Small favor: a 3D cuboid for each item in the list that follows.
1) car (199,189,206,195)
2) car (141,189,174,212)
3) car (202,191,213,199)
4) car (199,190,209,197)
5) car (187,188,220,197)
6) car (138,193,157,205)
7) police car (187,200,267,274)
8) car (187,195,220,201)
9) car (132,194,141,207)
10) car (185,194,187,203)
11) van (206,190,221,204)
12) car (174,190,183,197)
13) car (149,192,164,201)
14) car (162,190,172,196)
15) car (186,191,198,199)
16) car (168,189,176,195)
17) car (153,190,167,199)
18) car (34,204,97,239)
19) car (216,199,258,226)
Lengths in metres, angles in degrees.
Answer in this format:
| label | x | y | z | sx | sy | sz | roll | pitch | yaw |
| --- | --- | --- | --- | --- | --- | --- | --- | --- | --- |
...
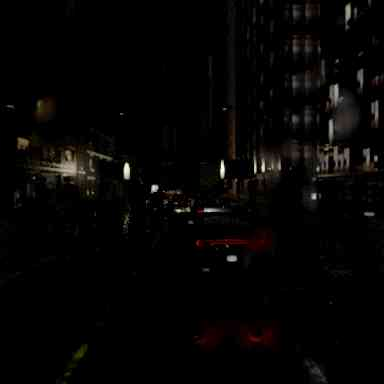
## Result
| label | x | y | z | sx | sy | sz | roll | pitch | yaw |
| --- | --- | --- | --- | --- | --- | --- | --- | --- | --- |
| car | 2.694 | 0.072 | 87.401 | 1.752 | 1.417 | 4.829 | 0 | 1 | 0 |
| car | -3.094 | 0.828 | 30.651 | 2.097 | 1.767 | 4.553 | 0 | 1 | 0 |
| car | 2.692 | 0.522 | 59.783 | 1.752 | 1.417 | 4.829 | 0 | 1 | 0 |
| car | 2.694 | 0.279 | 76.185 | 2.008 | 1.369 | 4.403 | 0 | 1 | 0 |
| car | 0.903 | 0.780 | 25.991 | 2.150 | 2.045 | 5.566 | 0 | 1 | 0 |
| car | -5.690 | 0.815 | 43.041 | 1.887 | 1.381 | 4.507 | 0 | 1 | 0 |
| police car | 0.901 | 1.251 | 10.077 | 1.930 | 1.638 | 5.238 | 0 | 1 | 0 |
| car | 0.779 | 1.161 | 19.967 | 1.837 | 1.490 | 4.892 | 0 | 1 | 0 |
| car | -5.690 | 0.913 | 37.518 | 2.008 | 1.369 | 4.403 | 0 | 1 | 0 |
| car | 0.013 | 0.722 | 46.378 | 1.837 | 1.490 | 4.892 | 0 | 1 | 0 |
| van | 2.689 | 0.612 | 43.040 | 1.690 | 1.788 | 3.998 | 0 | 1 | 0 |
| car | -2.993 | 0.298 | 72.264 | 2.033 | 1.411 | 5.357 | 0 | 1 | 0 |
| car | -5.688 | 0.655 | 54.088 | 1.947 | 1.339 | 4.313 | 0 | 1 | 0 |
| car | -5.686 | 0.310 | 76.182 | 1.802 | 1.307 | 4.206 | 0 | 1 | 0 |
| car | 0.006 | 0.550 | 60.408 | 1.994 | 1.385 | 4.181 | 0 | 1 | 0 |
| car | -5.685 | -0.100 | 92.750 | 1.967 | 1.590 | 4.097 | 0 | 1 | 0 |
| car | -5.688 | 0.439 | 59.609 | 1.967 | 1.590 | 4.097 | 0 | 1 | 0 |
| car | -5.692 | 1.285 | 15.425 | 2.008 | 1.369 | 4.403 | 0 | 1 | 0 |
| car | 2.689 | 1.191 | 20.950 | 2.008 | 1.369 | 4.403 | 0 | 1 | 0 |
